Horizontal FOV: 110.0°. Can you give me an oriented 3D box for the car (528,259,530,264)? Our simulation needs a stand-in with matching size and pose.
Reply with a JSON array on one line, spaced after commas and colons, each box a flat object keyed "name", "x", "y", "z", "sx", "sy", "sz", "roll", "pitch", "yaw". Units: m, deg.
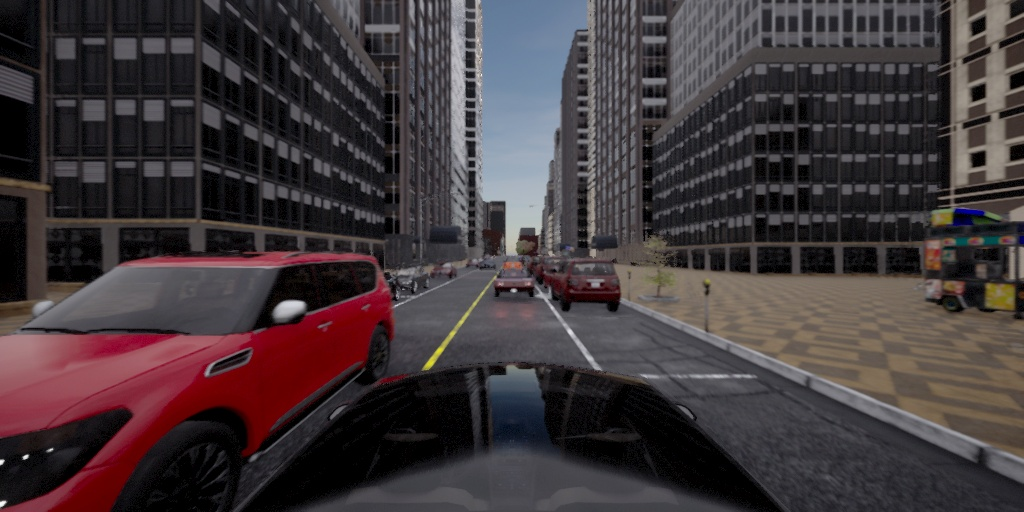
[{"name": "car", "x": 2.693, "y": 1.158, "z": 30.582, "sx": 1.948, "sy": 1.339, "sz": 4.313, "roll": 0, "pitch": 0, "yaw": 0}]

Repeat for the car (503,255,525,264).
[{"name": "car", "x": 0.102, "y": 0.897, "z": 39.064, "sx": 2.097, "sy": 1.767, "sz": 4.553, "roll": 0, "pitch": 0, "yaw": 0}]

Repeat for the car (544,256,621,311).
[{"name": "car", "x": 2.692, "y": 0.998, "z": 13.964, "sx": 2.192, "sy": 1.841, "sz": 5.009, "roll": 0, "pitch": 0, "yaw": 0}]

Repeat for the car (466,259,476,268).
[{"name": "car", "x": -5.686, "y": 1.054, "z": 52.739, "sx": 1.802, "sy": 1.307, "sz": 4.207, "roll": 0, "pitch": 0, "yaw": 0}]

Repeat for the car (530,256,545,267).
[{"name": "car", "x": 2.692, "y": 0.937, "z": 25.043, "sx": 2.192, "sy": 1.841, "sz": 5.009, "roll": 0, "pitch": 0, "yaw": 0}]

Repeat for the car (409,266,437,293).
[{"name": "car", "x": -5.688, "y": 1.206, "z": 19.502, "sx": 2.007, "sy": 1.370, "sz": 4.403, "roll": 0, "pitch": 0, "yaw": 0}]

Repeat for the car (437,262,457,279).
[{"name": "car", "x": -5.687, "y": 1.176, "z": 30.582, "sx": 1.802, "sy": 1.307, "sz": 4.207, "roll": 0, "pitch": 0, "yaw": 0}]

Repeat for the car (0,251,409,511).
[{"name": "car", "x": -3.088, "y": 0.960, "z": 4.039, "sx": 2.150, "sy": 2.045, "sz": 5.566, "roll": 0, "pitch": 0, "yaw": 0}]

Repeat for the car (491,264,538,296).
[{"name": "car", "x": 0.101, "y": 1.261, "z": 18.287, "sx": 1.895, "sy": 1.301, "sz": 4.718, "roll": 0, "pitch": 0, "yaw": 0}]

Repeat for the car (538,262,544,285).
[{"name": "car", "x": 2.692, "y": 1.198, "z": 19.503, "sx": 1.888, "sy": 1.381, "sz": 4.507, "roll": 0, "pitch": 0, "yaw": 0}]

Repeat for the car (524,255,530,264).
[{"name": "car", "x": 2.694, "y": 0.876, "z": 36.121, "sx": 2.192, "sy": 1.841, "sz": 5.009, "roll": 0, "pitch": 0, "yaw": 0}]

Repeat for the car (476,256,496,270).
[{"name": "car", "x": -3.061, "y": 1.073, "z": 45.993, "sx": 1.994, "sy": 1.385, "sz": 4.181, "roll": 0, "pitch": 0, "yaw": 0}]
